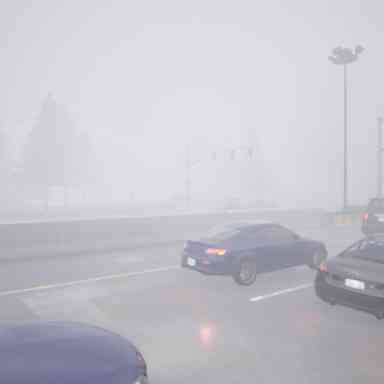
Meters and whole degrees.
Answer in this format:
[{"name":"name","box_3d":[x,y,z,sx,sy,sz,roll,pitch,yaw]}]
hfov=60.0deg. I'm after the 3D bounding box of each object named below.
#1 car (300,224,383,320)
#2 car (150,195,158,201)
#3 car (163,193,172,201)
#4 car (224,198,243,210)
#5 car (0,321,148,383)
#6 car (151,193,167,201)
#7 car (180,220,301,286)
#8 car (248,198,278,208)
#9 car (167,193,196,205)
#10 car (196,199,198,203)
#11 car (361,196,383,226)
[{"name":"car","box_3d":[4.448,1.557,6.914,4.181,1.385,1.994,0,0,-35]},{"name":"car","box_3d":[-10.013,1.498,88.488,2.033,1.411,5.357,0,0,-7]},{"name":"car","box_3d":[-6.542,1.181,88.914,2.150,2.045,5.566,0,0,-7]},{"name":"car","box_3d":[5.205,1.482,41.990,1.837,1.490,4.892,2,0,-4]},{"name":"car","box_3d":[-2.470,1.527,1.950,4.674,1.442,1.812,0,0,-36]},{"name":"car","box_3d":[-7.387,1.561,73.204,1.895,1.301,4.718,0,0,-18]},{"name":"car","box_3d":[1.863,1.519,9.370,4.674,1.442,1.812,0,0,-35]},{"name":"car","box_3d":[9.763,1.538,46.206,1.994,1.385,4.181,0,0,-38]},{"name":"car","box_3d":[-1.983,1.190,58.623,2.150,2.045,5.566,0,0,-25]},{"name":"car","box_3d":[-0.683,1.513,64.428,2.033,1.411,5.357,0,0,-22]},{"name":"car","box_3d":[9.938,1.207,15.124,5.566,2.045,2.150,0,0,-35]}]
